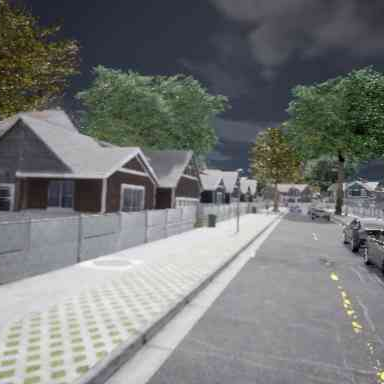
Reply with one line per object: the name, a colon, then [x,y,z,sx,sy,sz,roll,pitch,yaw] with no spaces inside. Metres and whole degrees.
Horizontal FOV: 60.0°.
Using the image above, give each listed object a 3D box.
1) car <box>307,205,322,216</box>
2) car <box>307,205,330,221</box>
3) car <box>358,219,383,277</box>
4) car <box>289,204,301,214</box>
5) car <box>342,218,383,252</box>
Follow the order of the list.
car: [18.672,2.785,50.803,1.812,1.442,4.674,2,-1,18]
car: [14.707,2.458,38.168,2.128,1.511,4.902,2,-1,18]
car: [6.662,1.867,10.243,1.837,1.490,4.892,2,-1,18]
car: [17.323,2.792,55.643,1.812,1.442,4.674,2,-1,18]
car: [8.478,1.998,15.962,1.837,1.490,4.892,2,-1,18]
